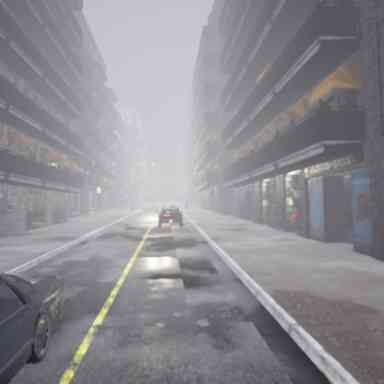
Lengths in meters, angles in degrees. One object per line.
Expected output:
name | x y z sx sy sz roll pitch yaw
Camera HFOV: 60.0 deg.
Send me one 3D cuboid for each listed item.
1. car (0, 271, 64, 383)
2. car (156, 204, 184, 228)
car | -2.895 1.645 3.293 2.033 1.411 5.357 -1 -1 -4
car | -1.697 1.893 25.956 1.837 1.490 4.892 -1 -2 -5
